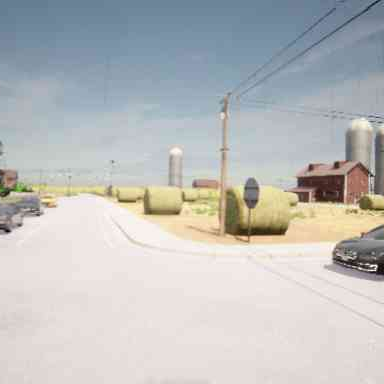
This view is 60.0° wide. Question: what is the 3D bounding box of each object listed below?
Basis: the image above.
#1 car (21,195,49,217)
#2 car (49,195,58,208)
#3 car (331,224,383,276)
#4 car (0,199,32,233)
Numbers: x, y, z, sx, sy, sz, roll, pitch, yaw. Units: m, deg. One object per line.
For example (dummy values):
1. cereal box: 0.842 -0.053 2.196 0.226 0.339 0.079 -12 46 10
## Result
1. car: -13.316 1.175 27.432 1.837 1.490 4.892 2 0 -18
2. car: -17.211 1.059 39.849 1.882 1.535 5.008 2 0 -17
3. car: 6.691 1.733 10.389 4.892 1.490 1.837 2 0 -20
4. car: -10.281 1.286 17.787 2.033 1.411 5.357 2 0 -18
